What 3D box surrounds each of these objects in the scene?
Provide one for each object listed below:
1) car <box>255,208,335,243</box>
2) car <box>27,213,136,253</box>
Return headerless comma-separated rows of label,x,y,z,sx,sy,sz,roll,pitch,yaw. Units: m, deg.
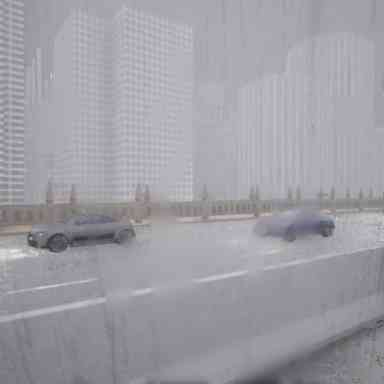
car,5.126,1.528,16.230,4.674,1.442,1.812,0,0,-36
car,-4.447,1.565,13.717,4.181,1.385,1.994,0,0,-35
